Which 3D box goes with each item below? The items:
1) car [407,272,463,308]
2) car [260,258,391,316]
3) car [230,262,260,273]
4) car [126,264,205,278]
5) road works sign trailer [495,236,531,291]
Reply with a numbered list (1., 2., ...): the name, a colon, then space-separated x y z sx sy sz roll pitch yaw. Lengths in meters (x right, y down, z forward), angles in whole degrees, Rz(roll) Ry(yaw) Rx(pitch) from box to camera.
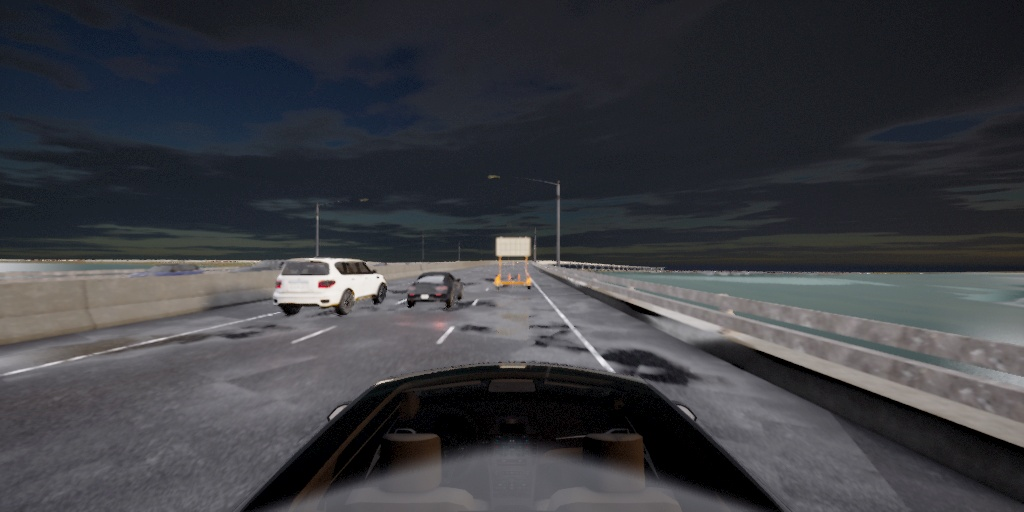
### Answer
1. car: -3.356 1.429 16.167 1.812 1.442 4.674 0 -1 0
2. car: -6.867 1.104 14.240 2.150 2.045 5.566 0 -1 0
3. car: -17.472 1.232 26.589 2.150 2.045 5.566 0 0 1
4. car: -24.480 1.351 25.493 2.097 1.767 4.553 0 0 1
5. road works sign trailer: 0.089 0.449 23.942 2.380 3.560 2.880 0 0 1
